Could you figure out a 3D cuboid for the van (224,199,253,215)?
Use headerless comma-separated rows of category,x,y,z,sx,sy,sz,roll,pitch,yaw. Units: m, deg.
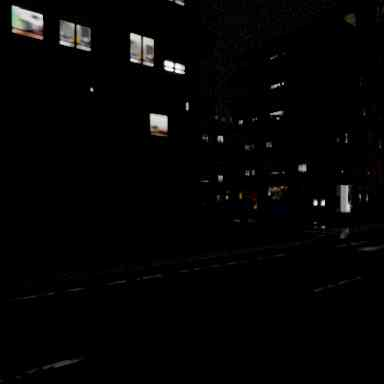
van,5.251,1.671,38.168,1.690,1.788,3.998,-1,0,-36

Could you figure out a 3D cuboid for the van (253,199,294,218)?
van,8.573,1.597,33.658,1.690,1.788,3.998,-1,0,-36

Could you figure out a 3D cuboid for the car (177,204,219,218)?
car,0.522,1.954,34.847,1.895,1.301,4.718,0,-1,-36

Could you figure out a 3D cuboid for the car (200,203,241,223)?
car,1.842,1.871,28.729,1.802,1.307,4.206,-1,0,-36
